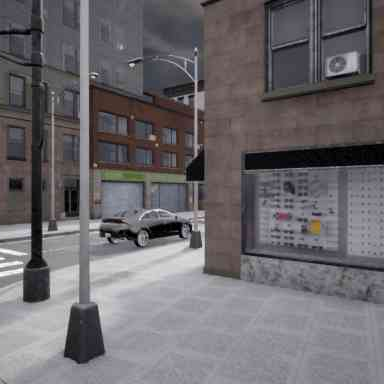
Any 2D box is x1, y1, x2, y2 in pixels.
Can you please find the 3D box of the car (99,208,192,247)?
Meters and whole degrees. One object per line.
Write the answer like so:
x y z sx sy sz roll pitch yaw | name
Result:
-1.875 1.459 14.950 2.128 1.511 4.902 0 0 35 | car
